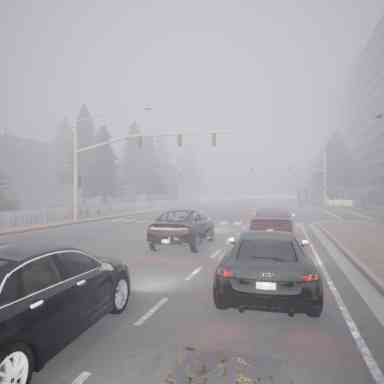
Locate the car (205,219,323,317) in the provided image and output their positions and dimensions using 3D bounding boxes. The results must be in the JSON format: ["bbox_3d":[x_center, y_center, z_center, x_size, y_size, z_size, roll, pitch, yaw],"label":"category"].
[{"bbox_3d":[1.718,1.564,7.599,1.994,1.385,4.181,0,0,13],"label":"car"}]

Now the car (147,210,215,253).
[{"bbox_3d":[-0.296,1.491,13.836,2.128,1.511,4.902,0,0,15],"label":"car"}]

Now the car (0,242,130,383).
[{"bbox_3d":[-2.449,1.505,4.864,1.837,1.490,4.892,0,0,10],"label":"car"}]

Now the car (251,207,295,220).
[{"bbox_3d":[3.968,1.478,16.263,1.882,1.535,5.008,0,0,17],"label":"car"}]
